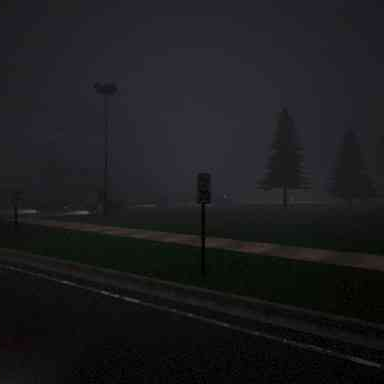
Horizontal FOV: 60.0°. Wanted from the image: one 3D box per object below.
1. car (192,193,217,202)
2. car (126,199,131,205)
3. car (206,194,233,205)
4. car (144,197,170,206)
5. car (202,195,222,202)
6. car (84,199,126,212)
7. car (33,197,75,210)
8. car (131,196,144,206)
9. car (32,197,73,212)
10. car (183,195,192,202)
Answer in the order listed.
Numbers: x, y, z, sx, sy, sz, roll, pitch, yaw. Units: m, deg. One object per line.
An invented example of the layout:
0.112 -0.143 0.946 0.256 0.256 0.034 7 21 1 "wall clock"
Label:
2.939 1.224 61.528 2.150 2.045 5.566 0 0 35 "car"
-10.743 1.547 42.042 2.033 1.411 5.357 0 0 35 "car"
5.223 1.548 58.697 2.033 1.411 5.357 0 0 35 "car"
-5.489 1.564 55.640 1.994 1.385 4.181 0 0 35 "car"
4.207 1.330 69.335 1.812 1.442 4.674 0 0 35 "car"
-9.873 1.564 37.180 1.994 1.385 4.181 0 0 35 "car"
-18.062 1.505 43.790 1.837 1.490 4.892 0 0 35 "car"
-9.035 1.477 56.672 1.882 1.535 5.008 0 0 35 "car"
-16.751 1.564 39.558 1.994 1.385 4.181 0 0 35 "car"
-0.052 1.295 69.353 1.837 1.490 4.892 0 0 35 "car"
